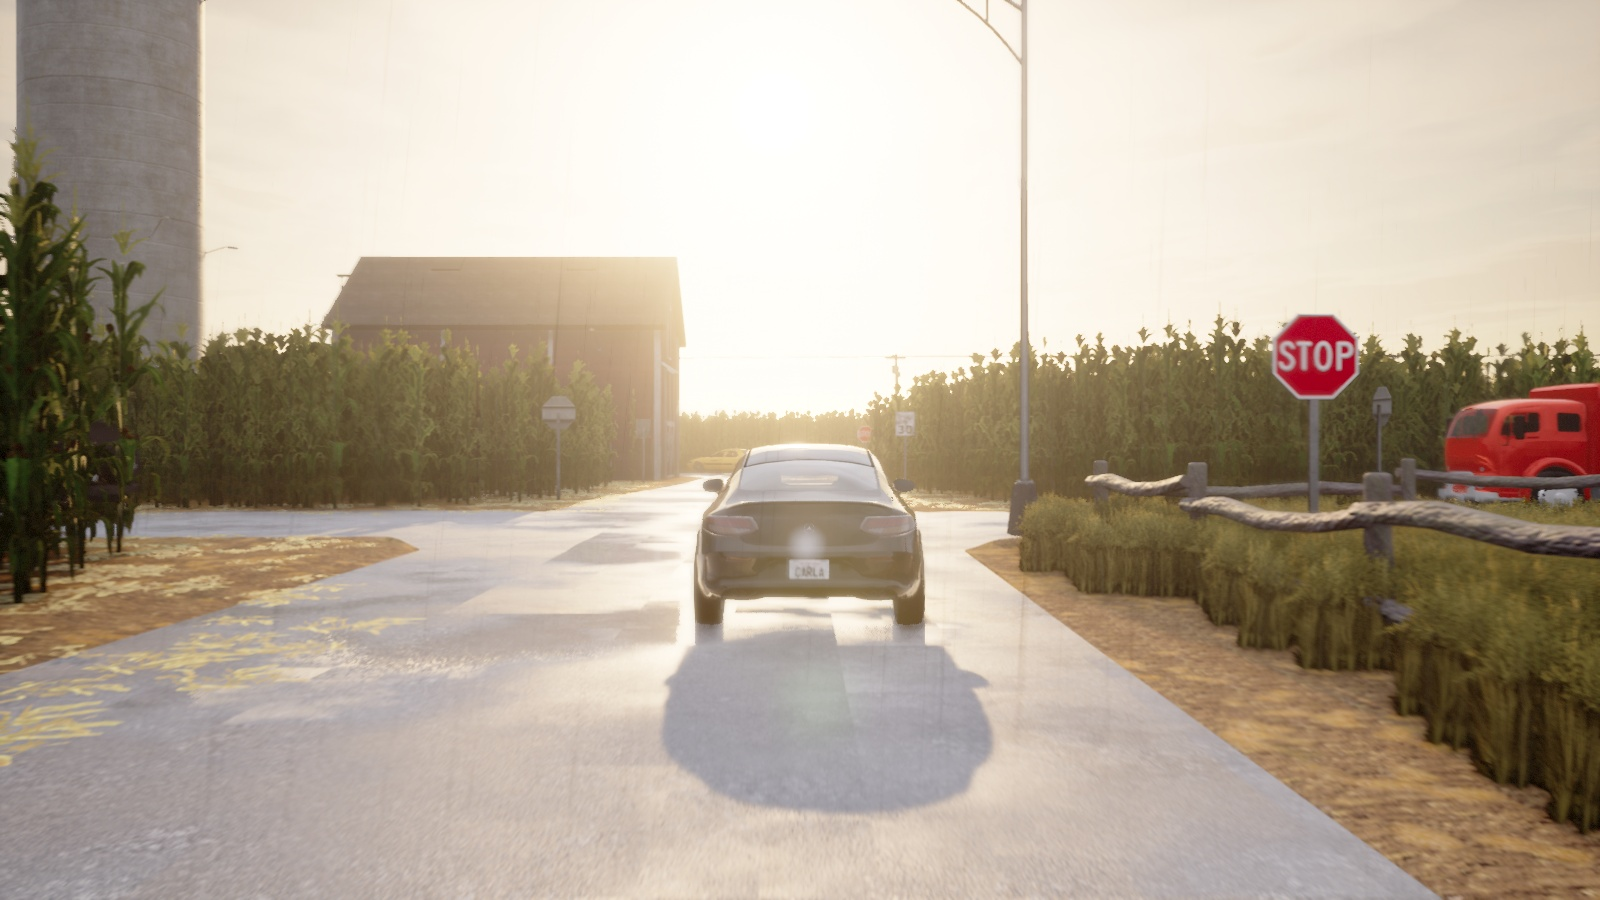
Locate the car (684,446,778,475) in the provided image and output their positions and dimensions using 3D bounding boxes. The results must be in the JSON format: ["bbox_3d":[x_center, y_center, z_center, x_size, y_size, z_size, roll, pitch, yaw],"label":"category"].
[{"bbox_3d":[-3.959,0.567,71.925,5.366,1.575,1.801,0,0,33],"label":"car"}]

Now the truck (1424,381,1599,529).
[{"bbox_3d":[14.398,0.093,22.383,5.204,2.467,2.627,1,0,0],"label":"truck"}]

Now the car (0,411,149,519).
[{"bbox_3d":[-14.167,0.255,22.656,3.866,1.878,1.905,0,0,0],"label":"car"}]

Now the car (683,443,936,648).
[{"bbox_3d":[0.078,0.673,11.353,1.812,1.442,4.674,0,1,0],"label":"car"}]
